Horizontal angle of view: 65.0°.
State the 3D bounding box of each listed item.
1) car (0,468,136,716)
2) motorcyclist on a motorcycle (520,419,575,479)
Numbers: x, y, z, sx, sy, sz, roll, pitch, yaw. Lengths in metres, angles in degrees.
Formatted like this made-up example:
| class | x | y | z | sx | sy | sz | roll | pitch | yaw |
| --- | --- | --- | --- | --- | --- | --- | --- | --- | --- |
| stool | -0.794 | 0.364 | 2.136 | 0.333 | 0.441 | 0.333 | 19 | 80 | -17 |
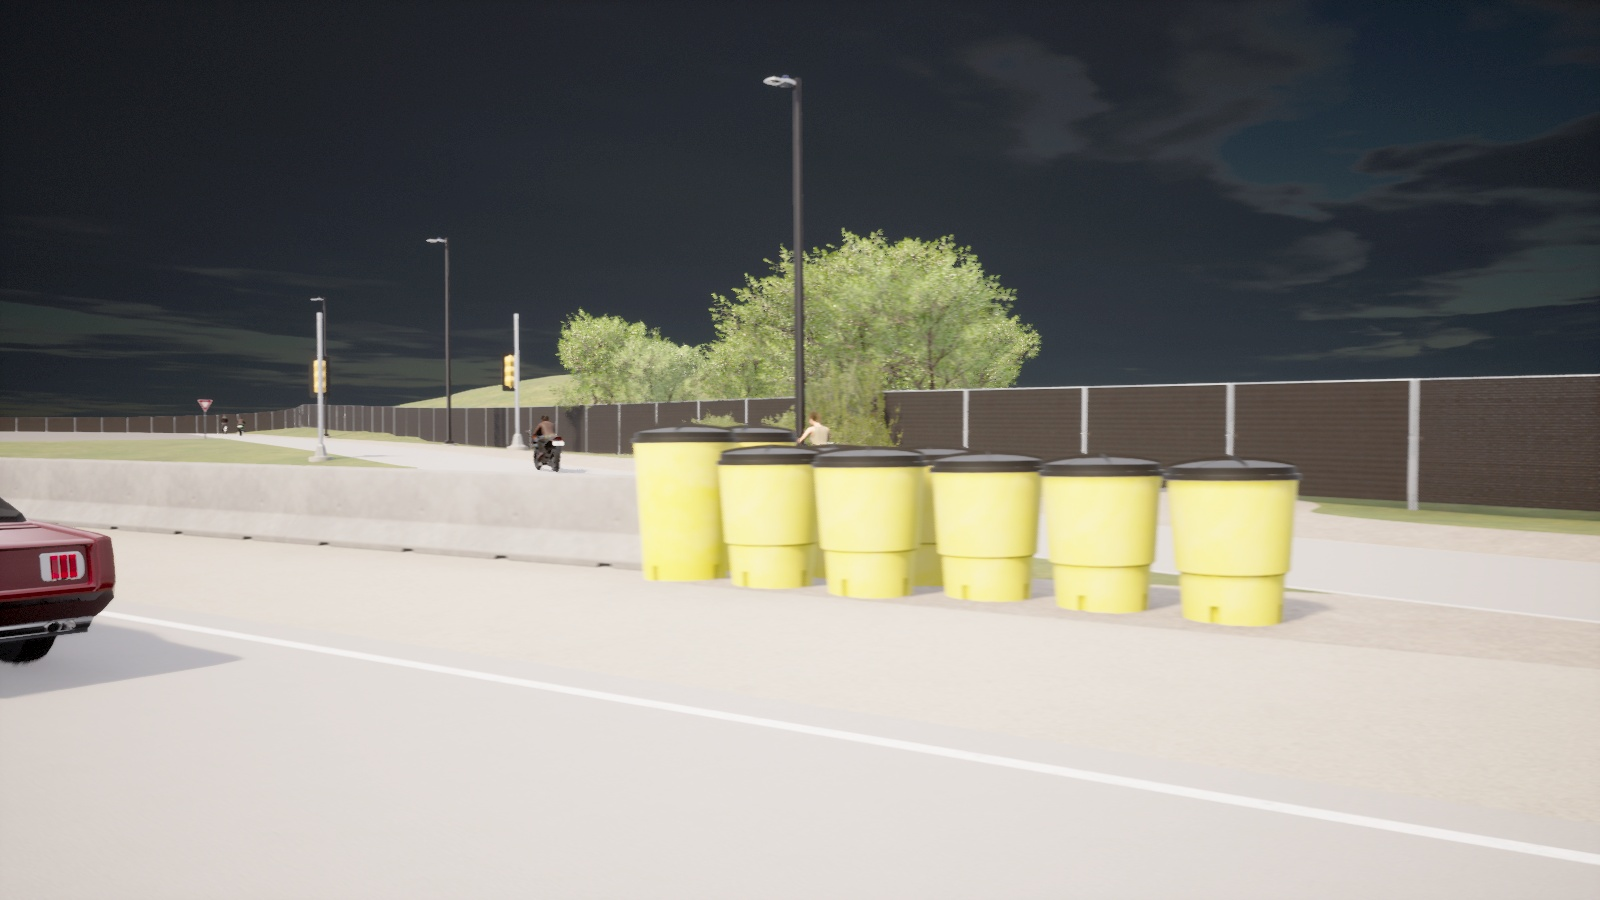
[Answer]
| class | x | y | z | sx | sy | sz | roll | pitch | yaw |
| --- | --- | --- | --- | --- | --- | --- | --- | --- | --- |
| car | -6.390 | 0.784 | 7.872 | 4.718 | 1.301 | 1.895 | 0 | 1 | 34 |
| motorcyclist on a motorcycle | -6.708 | -0.053 | 33.250 | 0.797 | 1.523 | 2.044 | -2 | 2 | -30 |
